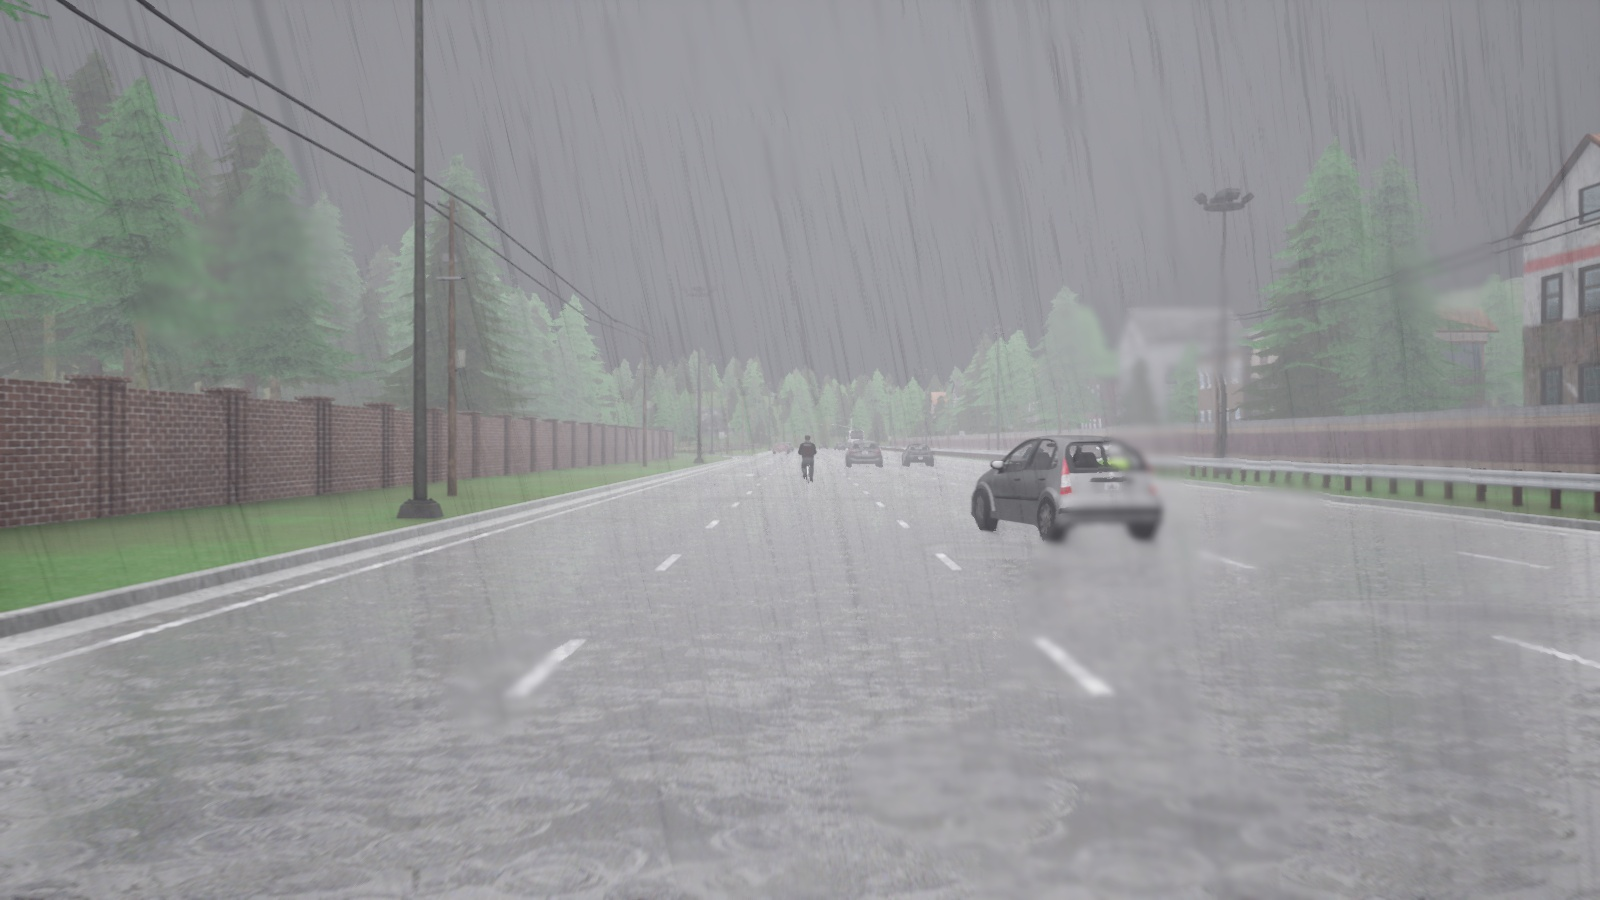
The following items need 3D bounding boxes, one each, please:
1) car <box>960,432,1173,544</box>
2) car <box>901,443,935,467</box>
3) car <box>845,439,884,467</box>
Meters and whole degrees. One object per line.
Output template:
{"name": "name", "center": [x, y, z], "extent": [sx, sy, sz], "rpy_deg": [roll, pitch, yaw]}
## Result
{"name": "car", "center": [4.139, 0.534, 20.193], "extent": [1.851, 1.617, 3.988], "rpy_deg": [0, 0, -13]}
{"name": "car", "center": [7.471, 0.315, 79.766], "extent": [1.816, 1.474, 4.193], "rpy_deg": [0, 0, 0]}
{"name": "car", "center": [3.962, 0.153, 78.134], "extent": [2.242, 1.667, 4.611], "rpy_deg": [0, 0, 0]}
